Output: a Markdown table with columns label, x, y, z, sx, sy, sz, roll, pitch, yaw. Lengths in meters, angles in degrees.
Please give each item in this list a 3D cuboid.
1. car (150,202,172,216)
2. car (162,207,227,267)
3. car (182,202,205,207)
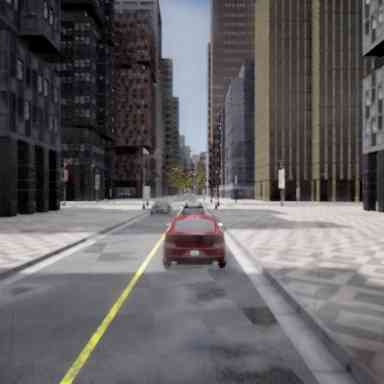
| label | x | y | z | sx | sy | sz | roll | pitch | yaw |
| --- | --- | --- | --- | --- | --- | --- | --- | --- | --- |
| car | -3.049 | 1.681 | 33.402 | 1.994 | 1.385 | 4.181 | 0 | 0 | 0 |
| car | 0.090 | 1.521 | 11.572 | 1.882 | 1.535 | 5.008 | 0 | 0 | 0 |
| car | 0.122 | 1.595 | 29.028 | 2.128 | 1.511 | 4.902 | 0 | 0 | 0 |
